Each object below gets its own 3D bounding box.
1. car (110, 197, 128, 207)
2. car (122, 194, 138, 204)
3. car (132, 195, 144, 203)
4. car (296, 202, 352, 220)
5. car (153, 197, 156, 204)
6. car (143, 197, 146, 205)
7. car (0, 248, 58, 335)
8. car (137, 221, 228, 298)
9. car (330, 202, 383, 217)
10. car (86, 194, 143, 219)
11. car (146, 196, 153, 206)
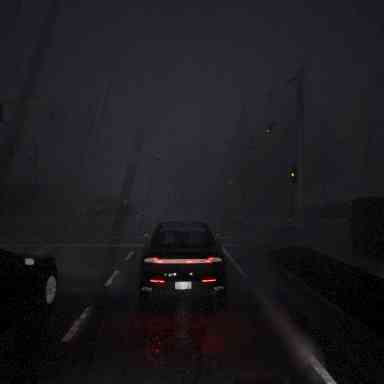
[{"bbox_3d":[-11.601,1.505,53.222,1.837,1.490,4.892,0,0,-1],"label":"car"},{"bbox_3d":[-11.735,1.352,63.132,2.097,1.767,4.553,0,0,0],"label":"car"},{"bbox_3d":[-11.859,1.478,73.203,1.882,1.535,5.008,0,0,-1],"label":"car"},{"bbox_3d":[11.388,1.547,27.192,5.357,1.411,2.033,0,0,0],"label":"car"},{"bbox_3d":[-8.251,1.526,65.047,1.812,1.442,4.674,0,0,-1],"label":"car"},{"bbox_3d":[-7.989,1.601,46.459,1.895,1.301,4.718,0,0,-1],"label":"car"},{"bbox_3d":[-3.613,1.478,4.830,1.882,1.535,5.008,0,0,-2],"label":"car"},{"bbox_3d":[-0.247,1.492,8.496,2.128,1.511,4.902,0,0,-2],"label":"car"},{"bbox_3d":[15.459,1.601,30.658,4.718,1.301,1.895,0,0,0],"label":"car"},{"bbox_3d":[-6.980,1.352,29.441,2.097,1.767,4.553,0,0,41],"label":"car"},{"bbox_3d":[-8.130,1.564,55.225,1.994,1.385,4.181,0,0,-1],"label":"car"}]
